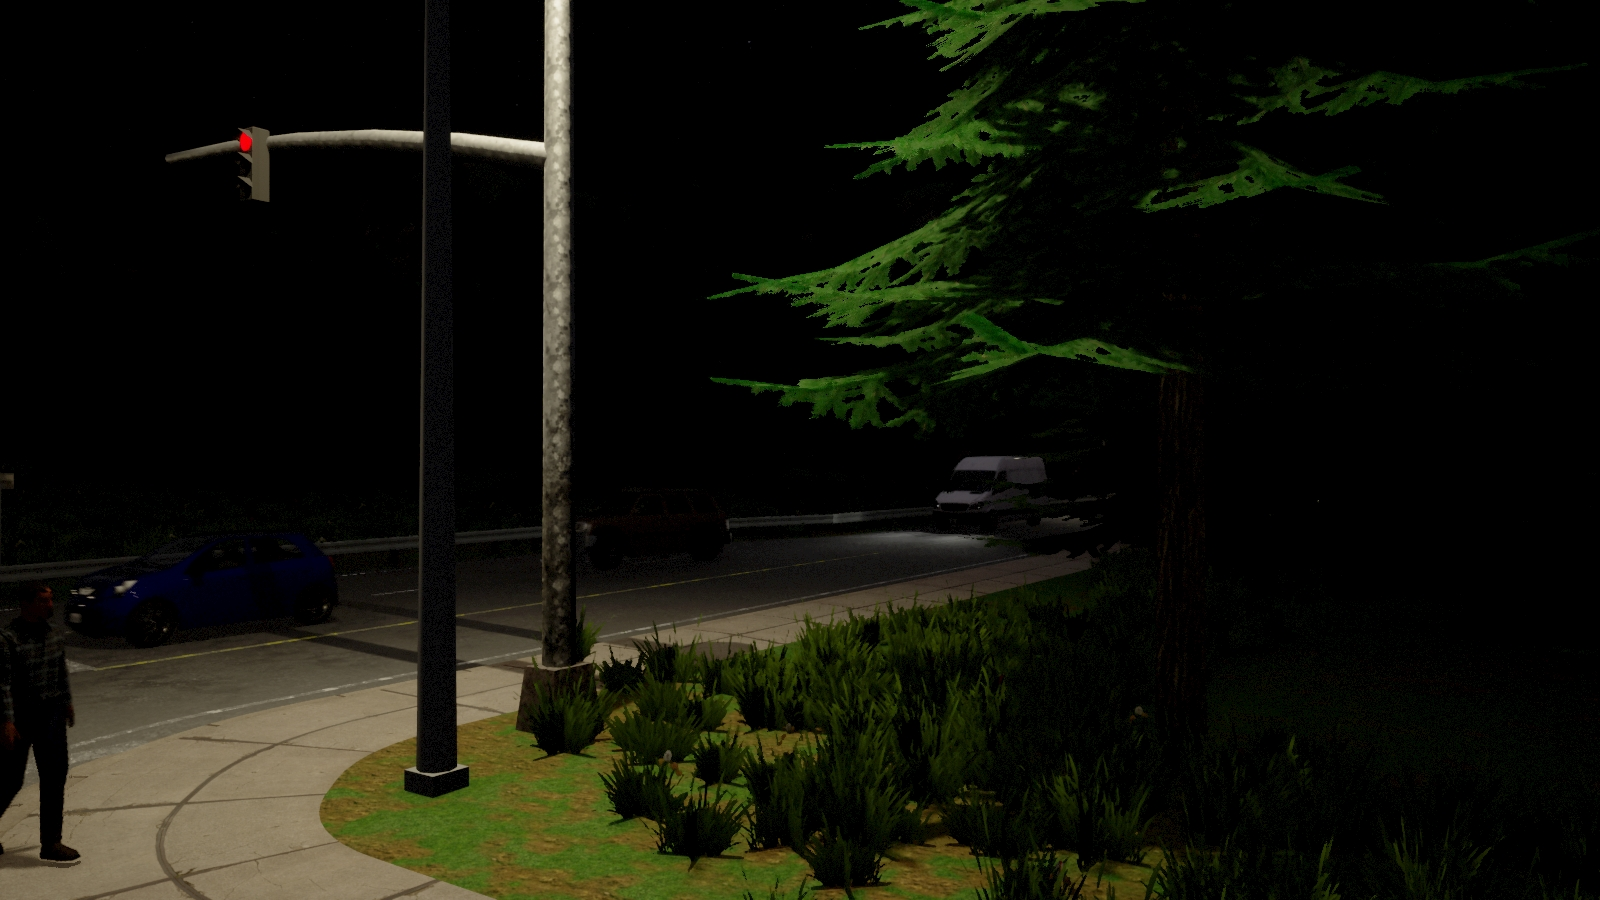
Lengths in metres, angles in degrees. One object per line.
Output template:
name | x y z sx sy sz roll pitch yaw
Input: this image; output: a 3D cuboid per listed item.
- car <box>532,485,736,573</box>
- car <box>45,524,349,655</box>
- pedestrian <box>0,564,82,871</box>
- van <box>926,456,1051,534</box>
car | -3.938 1.826 27.708 4.605 1.855 1.932 0 0 -43
car | -9.008 2.001 17.311 1.845 1.501 3.633 0 0 34
pedestrian | -4.935 1.690 7.355 0.375 1.860 0.375 0 0 20
van | 6.777 1.498 40.477 1.988 2.561 5.915 0 0 35
